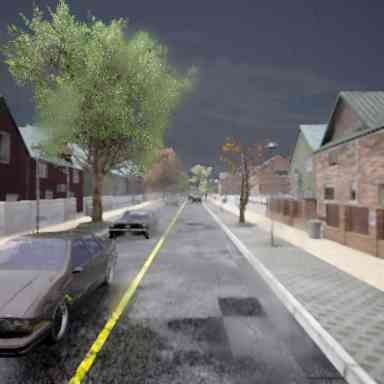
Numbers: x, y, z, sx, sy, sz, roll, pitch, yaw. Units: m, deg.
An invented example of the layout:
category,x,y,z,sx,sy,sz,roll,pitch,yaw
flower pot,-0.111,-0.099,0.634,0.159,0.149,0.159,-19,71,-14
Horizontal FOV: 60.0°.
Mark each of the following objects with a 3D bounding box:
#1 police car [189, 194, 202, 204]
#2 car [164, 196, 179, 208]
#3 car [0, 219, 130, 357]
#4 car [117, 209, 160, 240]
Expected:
category,x,y,z,sx,sy,sz,roll,pitch,yaw
police car,0.945,1.294,62.767,1.930,1.638,5.238,0,0,0
car,-2.836,1.402,47.346,1.837,1.490,4.892,0,0,0
car,-2.847,1.531,6.620,2.033,1.411,5.357,0,0,0
car,-2.804,1.560,16.873,1.895,1.301,4.718,0,0,1
